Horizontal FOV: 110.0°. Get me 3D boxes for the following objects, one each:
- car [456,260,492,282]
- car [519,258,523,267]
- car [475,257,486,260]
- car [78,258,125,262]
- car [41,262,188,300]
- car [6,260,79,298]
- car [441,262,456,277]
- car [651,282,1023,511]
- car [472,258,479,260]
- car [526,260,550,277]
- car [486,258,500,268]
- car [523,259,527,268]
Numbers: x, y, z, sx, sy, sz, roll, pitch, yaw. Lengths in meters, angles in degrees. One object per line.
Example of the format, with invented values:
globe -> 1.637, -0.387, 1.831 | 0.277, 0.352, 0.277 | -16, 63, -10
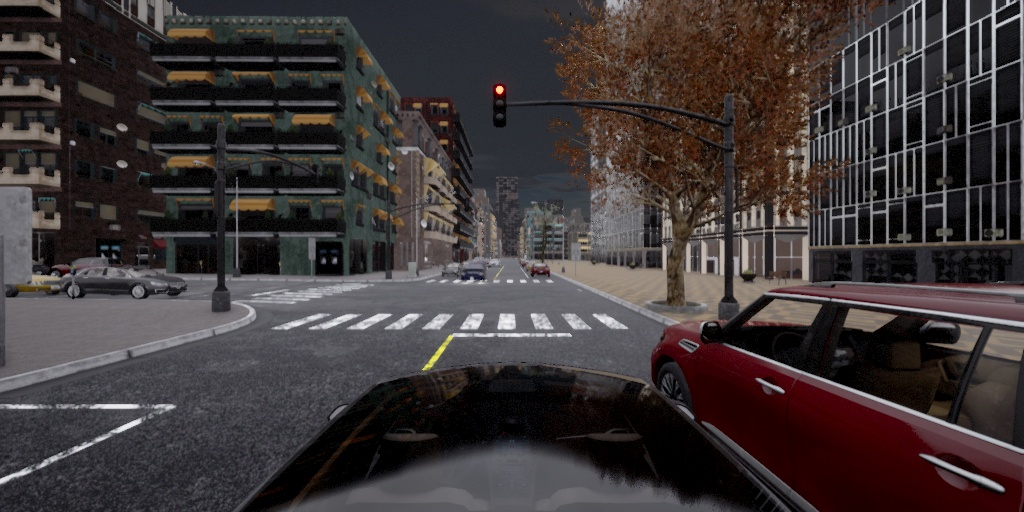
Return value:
car -> -3.019, 1.289, 29.548 | 2.033, 1.411, 5.357 | 0, 0, 0
car -> 2.653, 1.335, 62.372 | 1.802, 1.307, 4.207 | 0, 0, 0
car -> -5.723, 1.189, 56.835 | 1.967, 1.591, 4.097 | 0, 0, 0
car -> -27.635, 0.821, 23.543 | 4.097, 1.591, 1.967 | 0, 0, -1
car -> -16.443, 1.082, 15.282 | 4.403, 1.370, 2.007 | 0, 0, -1
car -> -21.840, 0.980, 15.224 | 4.829, 1.417, 1.751 | 0, 0, -1
car -> -5.710, 1.291, 34.705 | 2.007, 1.370, 4.403 | 0, 0, 0
car -> 2.691, 1.064, 2.322 | 2.192, 1.841, 5.009 | 0, 0, 0
car -> -5.717, 1.294, 45.771 | 2.007, 1.370, 4.403 | 0, 0, 0
car -> 2.671, 1.285, 34.710 | 1.888, 1.381, 4.507 | 0, 0, 0
car -> -3.038, 1.245, 61.750 | 1.812, 1.442, 4.674 | 0, 0, 0
car -> 2.663, 1.269, 45.945 | 1.751, 1.417, 4.829 | 0, 0, 0
